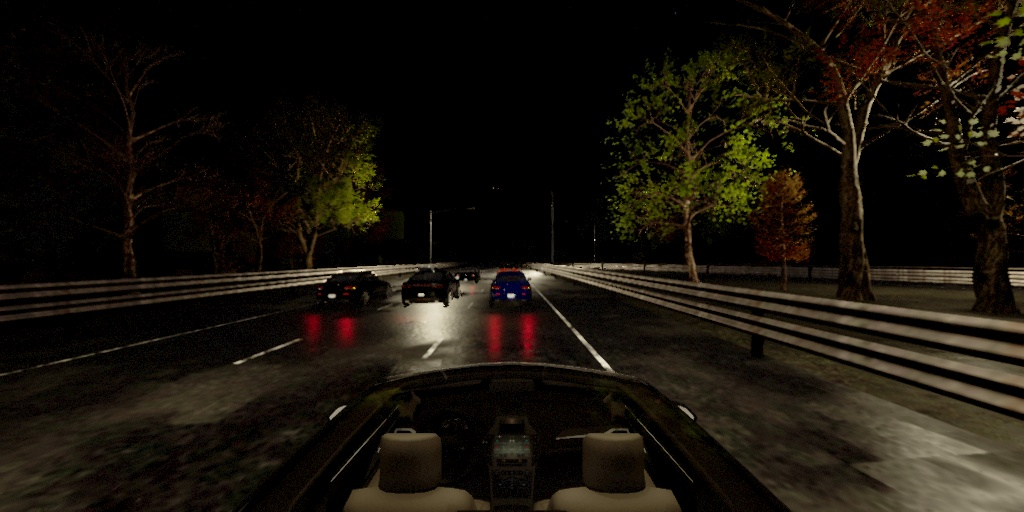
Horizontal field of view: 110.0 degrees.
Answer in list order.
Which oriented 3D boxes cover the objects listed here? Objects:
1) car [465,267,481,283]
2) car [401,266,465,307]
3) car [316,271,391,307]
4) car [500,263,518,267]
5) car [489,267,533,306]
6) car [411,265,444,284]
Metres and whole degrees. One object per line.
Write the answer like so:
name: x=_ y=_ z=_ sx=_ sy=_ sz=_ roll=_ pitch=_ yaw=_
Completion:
car: x=-3.768 y=1.640 z=31.150 sx=1.895 sy=1.301 sz=4.718 roll=0 pitch=-1 yaw=-1
car: x=-3.557 y=1.370 z=16.463 sx=1.882 sy=1.535 sz=5.008 roll=0 pitch=0 yaw=0
car: x=-7.057 y=1.417 z=16.336 sx=1.812 sy=1.442 sz=4.674 roll=0 pitch=0 yaw=0
car: x=-0.267 y=1.389 z=31.183 sx=2.097 sy=1.767 sz=4.553 roll=0 pitch=-1 yaw=-1
car: x=-0.056 y=1.417 z=16.430 sx=1.812 sy=1.442 sz=4.674 roll=0 pitch=0 yaw=0
car: x=-7.269 y=1.568 z=31.358 sx=1.812 sy=1.442 sz=4.674 roll=0 pitch=0 yaw=-1
